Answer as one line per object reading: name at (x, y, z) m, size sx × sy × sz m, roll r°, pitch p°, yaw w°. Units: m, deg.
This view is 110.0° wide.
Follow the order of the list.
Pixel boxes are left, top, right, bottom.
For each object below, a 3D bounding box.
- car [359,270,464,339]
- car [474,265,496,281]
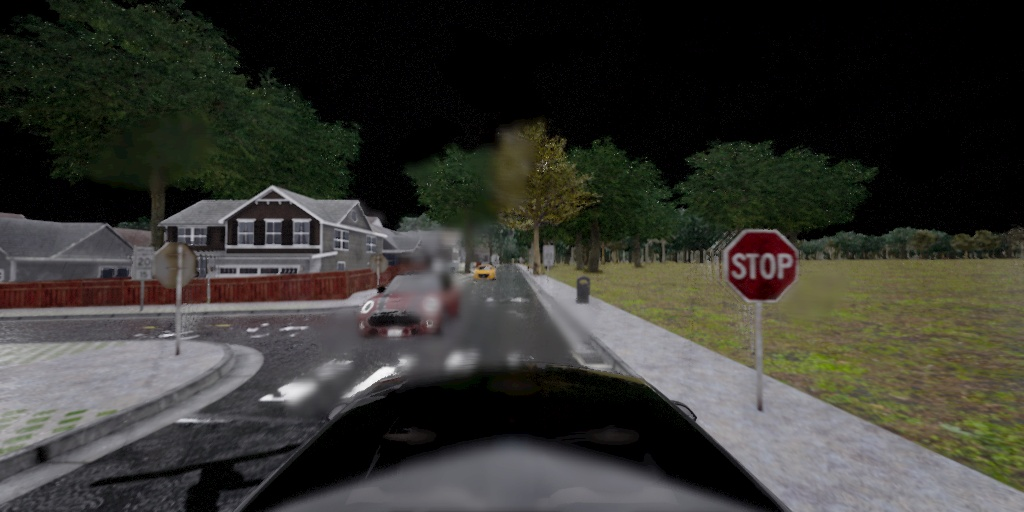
car at (-2.758, 1.249, 10.708) m, size 2.097 × 1.767 × 4.553 m, roll -1°, pitch -1°, yaw 0°
car at (-2.673, 1.657, 36.205) m, size 1.882 × 1.535 × 5.008 m, roll 0°, pitch 0°, yaw 0°
